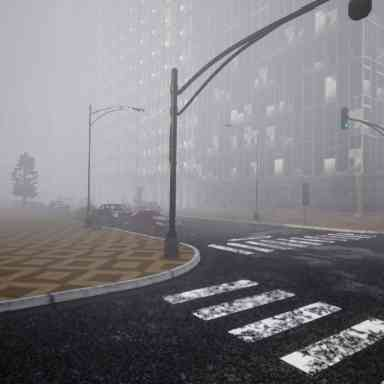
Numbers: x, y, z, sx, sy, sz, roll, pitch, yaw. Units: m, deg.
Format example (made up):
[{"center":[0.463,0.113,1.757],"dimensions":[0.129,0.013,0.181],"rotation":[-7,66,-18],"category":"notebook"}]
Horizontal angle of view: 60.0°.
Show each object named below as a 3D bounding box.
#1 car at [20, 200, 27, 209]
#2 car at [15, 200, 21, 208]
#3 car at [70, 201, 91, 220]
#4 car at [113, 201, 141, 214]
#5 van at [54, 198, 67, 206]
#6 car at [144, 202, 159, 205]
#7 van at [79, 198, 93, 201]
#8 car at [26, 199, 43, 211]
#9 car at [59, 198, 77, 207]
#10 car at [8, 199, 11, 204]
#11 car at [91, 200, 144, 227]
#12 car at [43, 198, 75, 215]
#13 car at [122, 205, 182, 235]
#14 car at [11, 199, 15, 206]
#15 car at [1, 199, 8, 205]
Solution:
[{"center":[-25.023,2.029,51.990],"dimensions":[1.947,1.339,4.313],"rotation":[1,-1,-35],"category":"car"},{"center":[-28.278,2.062,56.649],"dimensions":[1.887,1.381,4.507],"rotation":[1,-1,-35],"category":"car"},{"center":[-8.646,1.713,28.560],"dimensions":[1.752,1.417,4.829],"rotation":[1,-1,-35],"category":"car"},{"center":[-8.483,1.974,42.954],"dimensions":[1.752,1.417,4.829],"rotation":[1,-1,-35],"category":"car"},{"center":[-27.921,2.117,70.767],"dimensions":[1.690,1.788,3.998],"rotation":[1,-1,-35],"category":"van"},{"center":[-5.130,1.833,38.158],"dimensions":[1.967,1.590,4.097],"rotation":[1,-1,-35],"category":"car"},{"center":[-18.154,1.953,56.792],"dimensions":[1.690,1.788,3.998],"rotation":[1,-1,-35],"category":"van"},{"center":[-21.767,1.959,47.332],"dimensions":[2.008,1.369,4.403],"rotation":[1,-1,-35],"category":"car"},{"center":[-24.666,2.036,66.109],"dimensions":[2.192,1.841,5.009],"rotation":[1,-1,-35],"category":"car"},{"center":[-34.791,2.209,65.965],"dimensions":[1.802,1.307,4.206],"rotation":[1,-1,-35],"category":"car"},{"center":[-5.487,1.575,24.042],"dimensions":[1.967,1.590,4.097],"rotation":[1,-1,-35],"category":"car"},{"center":[-15.255,1.739,38.017],"dimensions":[1.967,1.590,4.097],"rotation":[1,-1,-35],"category":"car"},{"center":[-2.232,1.662,19.382],"dimensions":[1.802,1.307,4.206],"rotation":[1,-1,-35],"category":"car"},{"center":[-31.535,2.123,61.307],"dimensions":[2.008,1.369,4.403],"rotation":[1,-1,-35],"category":"car"},{"center":[-41.302,2.287,75.282],"dimensions":[2.008,1.369,4.403],"rotation":[1,-1,-35],"category":"car"}]
